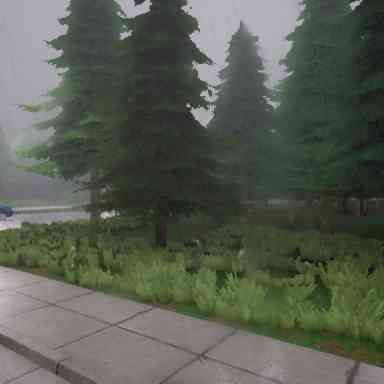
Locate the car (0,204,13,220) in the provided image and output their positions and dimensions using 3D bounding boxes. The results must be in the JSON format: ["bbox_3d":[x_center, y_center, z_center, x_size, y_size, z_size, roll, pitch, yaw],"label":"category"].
[{"bbox_3d":[-15.981,1.451,24.625,1.882,1.535,5.008,0,0,34],"label":"car"}]
